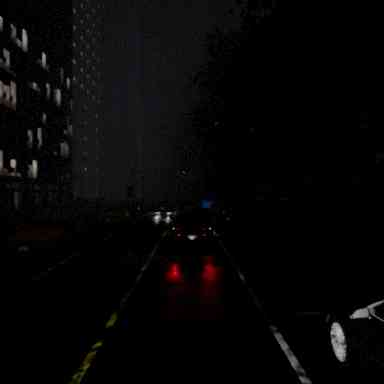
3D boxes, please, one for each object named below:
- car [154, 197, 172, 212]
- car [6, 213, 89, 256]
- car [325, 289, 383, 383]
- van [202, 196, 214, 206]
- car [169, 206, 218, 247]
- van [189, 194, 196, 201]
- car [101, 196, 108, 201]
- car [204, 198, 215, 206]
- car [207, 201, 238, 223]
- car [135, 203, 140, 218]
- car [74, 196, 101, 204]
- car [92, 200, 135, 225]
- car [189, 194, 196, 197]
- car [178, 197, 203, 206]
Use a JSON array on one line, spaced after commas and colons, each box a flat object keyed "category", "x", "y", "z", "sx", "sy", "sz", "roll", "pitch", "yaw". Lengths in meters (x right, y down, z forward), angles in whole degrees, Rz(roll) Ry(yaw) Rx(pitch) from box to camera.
[{"category": "car", "x": -3.357, "y": 1.649, "z": 39.182, "sx": 1.994, "sy": 1.385, "sz": 4.181, "roll": 0, "pitch": 0, "yaw": -1}, {"category": "car", "x": -5.547, "y": 1.557, "z": 13.315, "sx": 1.752, "sy": 1.417, "sz": 4.829, "roll": 0, "pitch": 0, "yaw": 0}, {"category": "car", "x": 2.697, "y": 1.558, "z": 2.969, "sx": 2.008, "sy": 1.369, "sz": 4.403, "roll": 0, "pitch": 0, "yaw": 0}, {"category": "van", "x": 1.979, "y": 1.431, "z": 42.319, "sx": 1.690, "sy": 1.788, "sz": 3.998, "roll": 0, "pitch": 0, "yaw": -2}, {"category": "car", "x": -0.021, "y": 1.560, "z": 15.086, "sx": 1.812, "sy": 1.442, "sz": 4.674, "roll": 0, "pitch": 0, "yaw": 0}, {"category": "van", "x": 0.134, "y": 1.508, "z": 91.379, "sx": 1.690, "sy": 1.788, "sz": 3.998, "roll": 0, "pitch": 0, "yaw": -3}, {"category": "car", "x": -19.351, "y": 1.520, "z": 68.240, "sx": 4.206, "sy": 1.307, "sz": 1.802, "roll": 1, "pitch": -1, "yaw": 2}, {"category": "car", "x": 2.367, "y": 1.594, "z": 31.246, "sx": 1.752, "sy": 1.417, "sz": 4.829, "roll": 0, "pitch": 0, "yaw": -1}, {"category": "car", "x": 2.467, "y": 1.607, "z": 25.452, "sx": 2.008, "sy": 1.369, "sz": 4.403, "roll": 0, "pitch": 0, "yaw": -1}, {"category": "car", "x": -5.789, "y": 1.612, "z": 30.418, "sx": 1.887, "sy": 1.381, "sz": 4.507, "roll": 0, "pitch": 0, "yaw": -1}, {"category": "car", "x": -19.204, "y": 1.527, "z": 60.128, "sx": 4.206, "sy": 1.307, "sz": 1.802, "roll": 1, "pitch": -1, "yaw": 2}, {"category": "car", "x": -5.690, "y": 1.581, "z": 24.606, "sx": 1.752, "sy": 1.417, "sz": 4.829, "roll": 0, "pitch": 0, "yaw": -1}, {"category": "car", "x": 0.397, "y": 1.685, "z": 86.011, "sx": 1.752, "sy": 1.417, "sz": 4.829, "roll": 0, "pitch": 0, "yaw": -3}, {"category": "car", "x": -0.251, "y": 1.545, "z": 30.811, "sx": 1.882, "sy": 1.535, "sz": 5.008, "roll": 0, "pitch": 0, "yaw": -1}]
